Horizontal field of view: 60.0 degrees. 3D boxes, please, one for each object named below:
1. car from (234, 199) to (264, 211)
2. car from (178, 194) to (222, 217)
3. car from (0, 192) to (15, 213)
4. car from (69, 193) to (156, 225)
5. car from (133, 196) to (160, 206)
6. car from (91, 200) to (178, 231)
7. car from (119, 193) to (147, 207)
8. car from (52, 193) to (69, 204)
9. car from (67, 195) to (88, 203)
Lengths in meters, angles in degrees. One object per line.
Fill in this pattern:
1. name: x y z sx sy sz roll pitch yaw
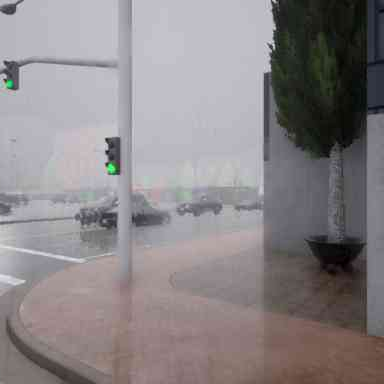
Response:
1. car: 7.197 1.547 40.625 2.033 1.411 5.357 0 0 37
2. car: 0.798 1.221 32.111 2.150 2.045 5.566 0 0 37
3. car: -20.146 1.156 33.658 3.866 1.878 1.905 0 0 35
4. car: -5.471 1.221 23.707 2.150 2.045 5.566 0 0 36
5. car: -7.135 1.395 52.039 3.806 1.475 1.970 0 0 35
6. car: -3.351 1.477 20.326 1.882 1.535 5.008 0 0 36
7. car: -8.820 1.156 49.684 3.866 1.878 1.905 0 0 35
8. car: -23.120 1.153 59.806 4.605 1.855 1.932 0 0 35
9. car: -21.392 1.364 62.131 3.905 1.438 1.784 0 0 35
